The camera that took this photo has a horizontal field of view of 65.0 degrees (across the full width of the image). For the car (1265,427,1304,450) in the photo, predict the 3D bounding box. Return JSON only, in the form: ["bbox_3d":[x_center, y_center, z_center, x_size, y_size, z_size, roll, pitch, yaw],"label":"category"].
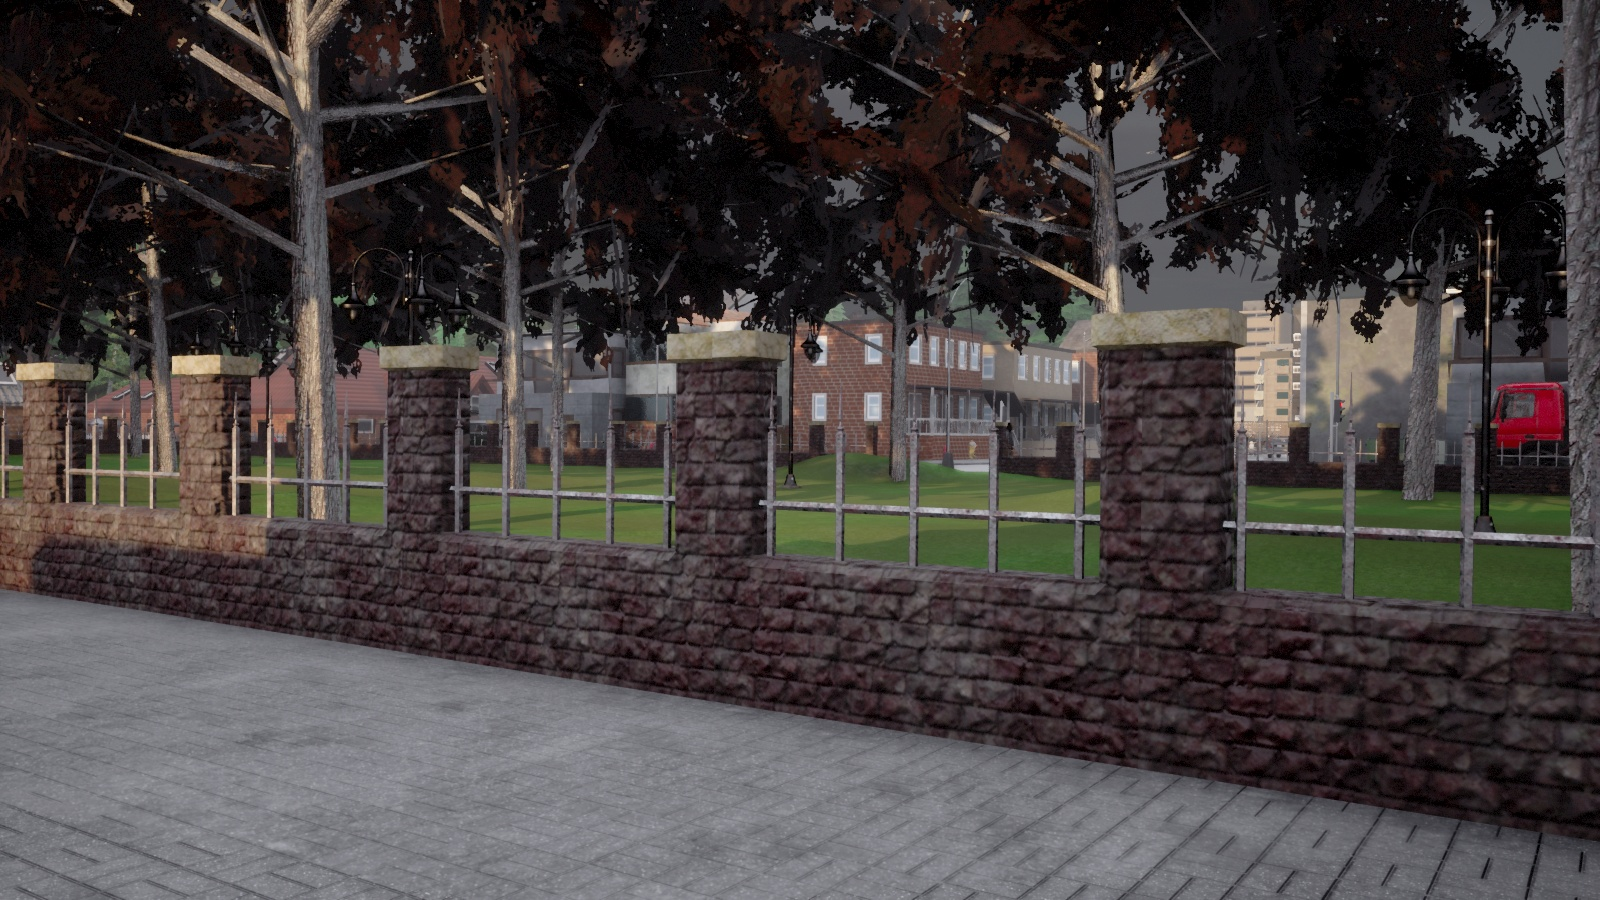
[{"bbox_3d":[34.099,-0.804,88.297,1.789,1.549,3.705,0,1,34],"label":"car"}]

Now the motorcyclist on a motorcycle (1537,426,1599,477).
[{"bbox_3d":[23.646,0.033,38.070,2.191,1.530,0.866,0,1,34],"label":"motorcyclist on a motorcycle"}]

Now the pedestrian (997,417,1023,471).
[{"bbox_3d":[7.126,-0.206,42.630,0.694,1.848,0.540,0,1,34],"label":"pedestrian"}]

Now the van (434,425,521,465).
[{"bbox_3d":[-16.674,-0.249,64.899,4.442,1.987,1.775,0,1,32],"label":"van"}]

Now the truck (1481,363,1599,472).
[{"bbox_3d":[26.780,-1.050,40.767,7.936,3.462,2.891,0,1,34],"label":"truck"}]
